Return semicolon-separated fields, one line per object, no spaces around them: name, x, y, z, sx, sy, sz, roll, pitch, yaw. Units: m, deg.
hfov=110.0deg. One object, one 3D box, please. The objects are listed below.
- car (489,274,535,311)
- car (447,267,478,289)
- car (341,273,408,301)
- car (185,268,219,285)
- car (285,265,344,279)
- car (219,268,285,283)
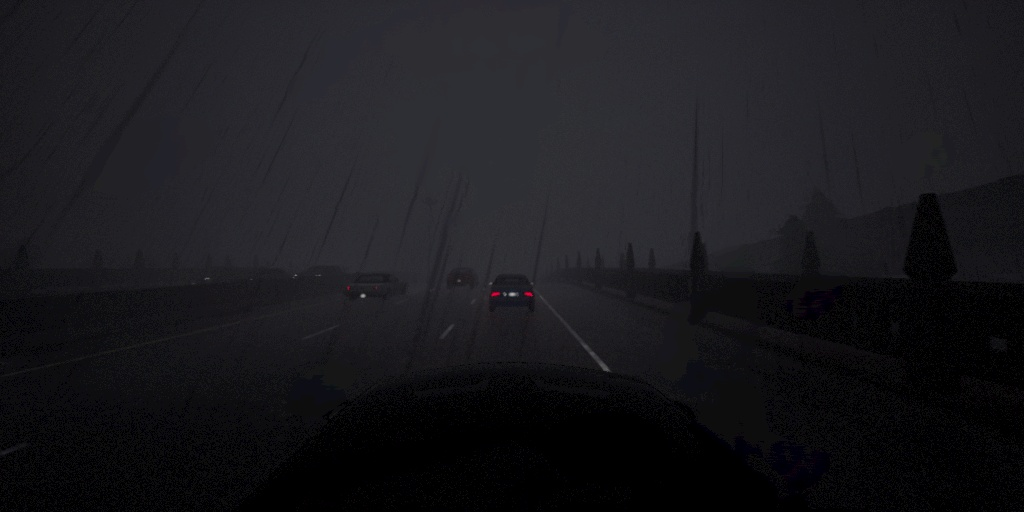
car;-0.018;1.490;15.598;2.033;1.411;5.357;0;-1;-1
car;-3.623;1.587;26.819;1.882;1.535;5.008;0;-1;-1
car;-7.051;1.603;19.116;1.895;1.301;4.718;0;-1;-1
car;-21.294;1.616;26.351;2.128;1.511;4.902;0;-1;0
car;-14.296;1.474;26.751;2.097;1.767;4.553;0;-1;0
car;-17.791;1.608;25.515;1.837;1.490;4.892;0;-1;0
